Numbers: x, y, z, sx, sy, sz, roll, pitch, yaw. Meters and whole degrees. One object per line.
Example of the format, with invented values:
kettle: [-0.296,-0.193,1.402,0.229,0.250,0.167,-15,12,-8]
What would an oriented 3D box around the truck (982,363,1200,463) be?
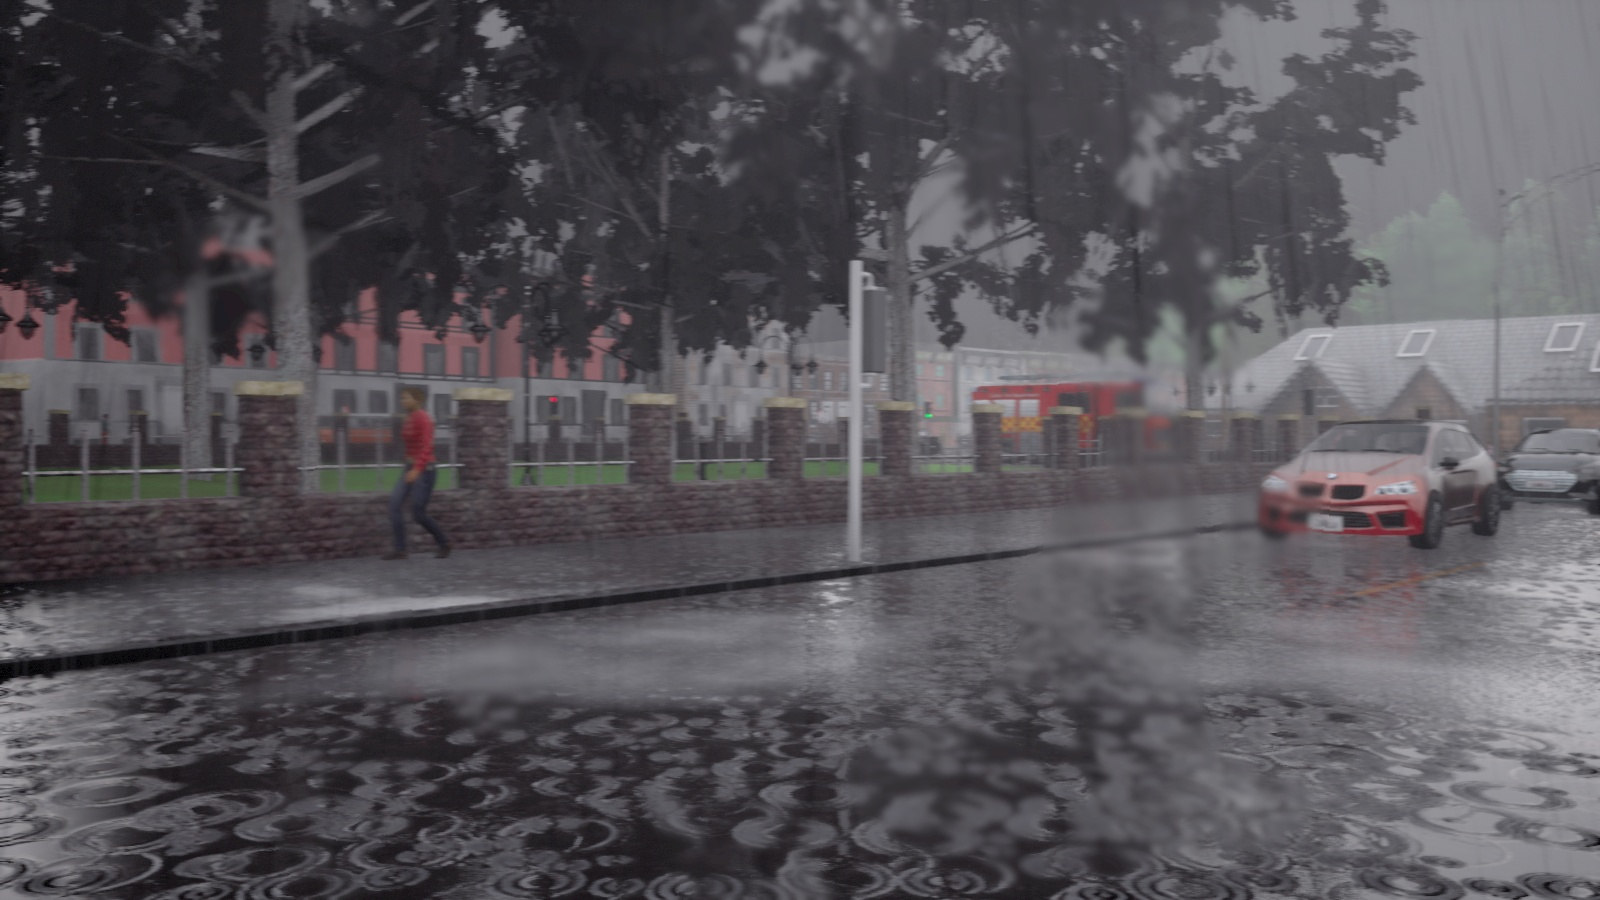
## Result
truck: [11.843,-1.450,51.792,8.468,3.827,2.891,0,1,43]

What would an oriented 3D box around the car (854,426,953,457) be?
car: [5.253,-0.445,64.122,5.008,1.535,1.882,0,1,45]

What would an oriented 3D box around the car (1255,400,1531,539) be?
car: [8.394,0.181,17.539,2.242,1.667,4.611,0,1,42]

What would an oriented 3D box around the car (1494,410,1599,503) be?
car: [15.400,0.067,24.715,2.033,1.649,4.856,0,1,41]

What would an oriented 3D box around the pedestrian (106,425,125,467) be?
pedestrian: [-30.319,-0.172,55.654,0.353,1.847,0.614,0,1,42]

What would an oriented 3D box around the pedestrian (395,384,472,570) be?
pedestrian: [-3.723,0.263,12.766,0.331,1.846,0.636,0,1,45]

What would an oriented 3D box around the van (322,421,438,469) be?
van: [-18.327,-0.249,54.888,4.442,1.987,1.775,-2,1,-45]
